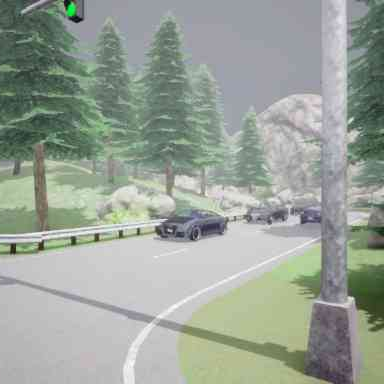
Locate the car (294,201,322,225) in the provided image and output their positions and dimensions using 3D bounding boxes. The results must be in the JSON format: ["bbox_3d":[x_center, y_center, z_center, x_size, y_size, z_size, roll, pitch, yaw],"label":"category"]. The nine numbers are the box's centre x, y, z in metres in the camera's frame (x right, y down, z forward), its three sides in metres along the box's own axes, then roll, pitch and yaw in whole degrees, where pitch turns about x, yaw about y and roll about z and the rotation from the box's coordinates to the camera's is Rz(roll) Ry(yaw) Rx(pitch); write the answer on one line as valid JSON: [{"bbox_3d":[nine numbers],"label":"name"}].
[{"bbox_3d":[9.024,1.595,23.541,1.812,1.442,4.674,0,-1,34],"label":"car"}]

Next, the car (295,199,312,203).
[{"bbox_3d":[11.288,1.520,33.640,1.837,1.490,4.892,0,0,27],"label":"car"}]

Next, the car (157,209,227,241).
[{"bbox_3d":[0.109,1.579,16.861,1.994,1.385,4.181,0,0,34],"label":"car"}]

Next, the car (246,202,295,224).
[{"bbox_3d":[5.730,1.507,25.066,2.128,1.511,4.902,0,0,35],"label":"car"}]
